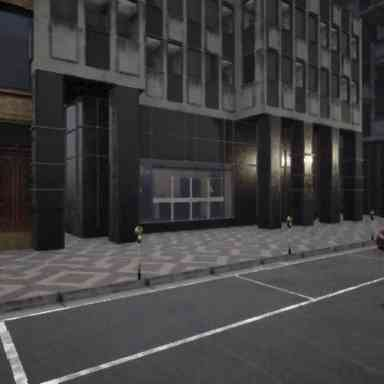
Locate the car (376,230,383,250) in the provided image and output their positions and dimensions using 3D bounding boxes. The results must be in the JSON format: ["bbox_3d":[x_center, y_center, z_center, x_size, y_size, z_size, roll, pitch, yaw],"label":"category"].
[{"bbox_3d":[8.906,1.582,13.003,4.206,1.307,1.802,0,0,-35],"label":"car"}]
